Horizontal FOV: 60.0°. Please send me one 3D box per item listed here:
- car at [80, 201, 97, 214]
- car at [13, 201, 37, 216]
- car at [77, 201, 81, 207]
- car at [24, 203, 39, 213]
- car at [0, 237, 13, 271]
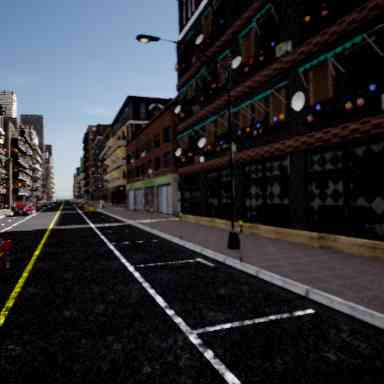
[{"bbox_3d":[-14.222,2.204,46.480,1.752,1.417,4.829,-1,-1,-21],"label":"car"},{"bbox_3d":[-22.010,2.142,43.376,2.192,1.841,5.009,-1,-1,-21],"label":"car"},{"bbox_3d":[-18.128,2.390,56.871,1.887,1.381,4.507,-1,-1,-21],"label":"car"},{"bbox_3d":[-25.972,2.541,53.924,1.887,1.381,4.507,-1,-1,-21],"label":"car"},{"bbox_3d":[-6.167,1.809,8.889,1.895,1.301,4.718,-1,0,-21],"label":"car"}]
